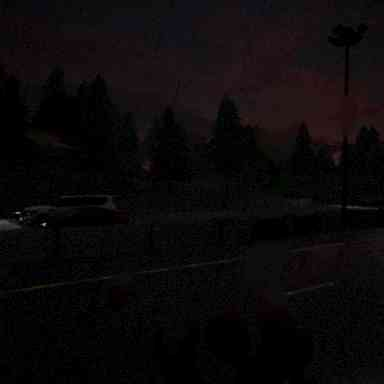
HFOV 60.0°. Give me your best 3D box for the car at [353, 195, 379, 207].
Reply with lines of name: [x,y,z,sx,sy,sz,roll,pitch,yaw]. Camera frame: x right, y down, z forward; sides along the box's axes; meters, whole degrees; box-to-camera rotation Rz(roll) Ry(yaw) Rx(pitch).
car: [24.837,1.333,45.994,4.674,1.442,1.812,-1,1,-34]

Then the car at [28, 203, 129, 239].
car: [-5.567,1.496,17.083,4.674,1.442,1.812,0,0,-34]

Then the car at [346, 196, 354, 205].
car: [24.597,1.273,50.033,4.892,1.490,1.837,-1,1,-34]

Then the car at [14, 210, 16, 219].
car: [-9.397,1.298,22.941,4.553,1.767,2.097,0,0,-34]

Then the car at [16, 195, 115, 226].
car: [-7.261,1.181,20.165,5.566,2.045,2.150,0,0,-34]

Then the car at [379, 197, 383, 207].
car: [26.775,1.298,43.081,5.008,1.535,1.882,-1,1,-34]
